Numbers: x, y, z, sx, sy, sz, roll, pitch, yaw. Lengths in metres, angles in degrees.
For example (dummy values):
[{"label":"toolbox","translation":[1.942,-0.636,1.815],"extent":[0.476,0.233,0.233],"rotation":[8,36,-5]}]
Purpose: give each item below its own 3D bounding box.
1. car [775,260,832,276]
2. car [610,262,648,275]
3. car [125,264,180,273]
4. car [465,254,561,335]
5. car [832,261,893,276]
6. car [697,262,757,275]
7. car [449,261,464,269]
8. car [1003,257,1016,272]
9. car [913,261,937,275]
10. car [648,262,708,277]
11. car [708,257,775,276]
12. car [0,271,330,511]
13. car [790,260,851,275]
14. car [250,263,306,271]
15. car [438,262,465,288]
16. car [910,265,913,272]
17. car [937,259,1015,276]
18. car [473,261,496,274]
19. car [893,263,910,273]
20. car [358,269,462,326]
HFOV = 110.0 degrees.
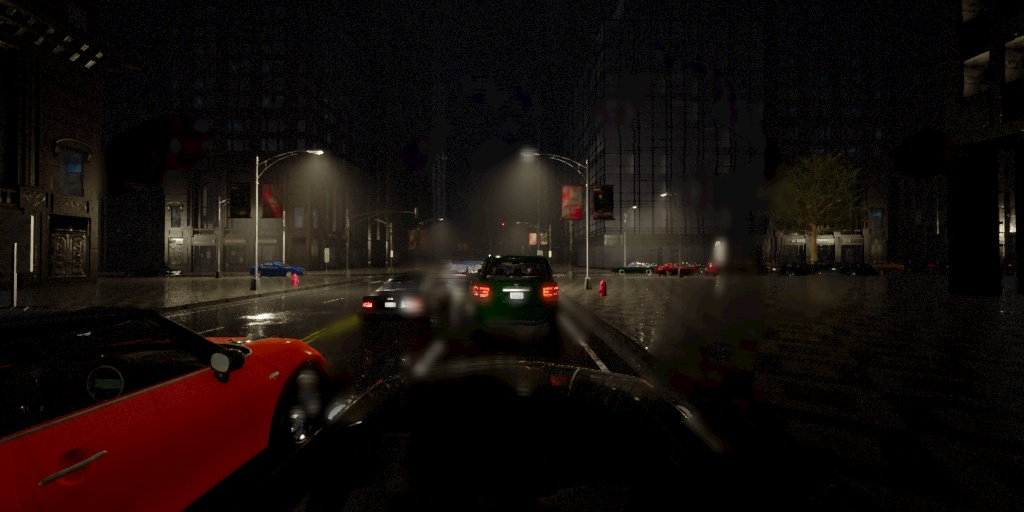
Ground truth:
[{"label":"car","translation":[26.646,1.276,33.485],"extent":[4.313,1.339,1.948],"rotation":[0,0,-1]},{"label":"car","translation":[13.214,1.422,39.075],"extent":[4.718,1.301,1.895],"rotation":[0,-1,0]},{"label":"car","translation":[-35.435,1.511,35.456],"extent":[4.674,1.442,1.812],"rotation":[0,-1,0]},{"label":"car","translation":[0.115,0.979,10.630],"extent":[2.150,2.045,5.566],"rotation":[0,0,0]},{"label":"car","translation":[32.283,1.260,33.563],"extent":[4.313,1.339,1.948],"rotation":[0,0,-1]},{"label":"car","translation":[23.464,1.335,39.222],"extent":[5.357,1.411,2.033],"rotation":[0,-1,-1]},{"label":"car","translation":[-9.711,1.571,63.178],"extent":[1.812,1.442,4.674],"rotation":[0,0,1]},{"label":"car","translation":[49.198,0.973,33.797],"extent":[5.009,1.841,2.192],"rotation":[0,0,-1]},{"label":"car","translation":[44.339,1.203,36.305],"extent":[4.892,1.490,1.837],"rotation":[0,-1,-1]},{"label":"car","translation":[15.370,1.327,33.330],"extent":[4.207,1.307,1.802],"rotation":[0,0,-1]},{"label":"car","translation":[21.008,1.041,33.408],"extent":[5.009,1.841,2.192],"rotation":[0,0,-1]},{"label":"car","translation":[-3.147,1.102,2.303],"extent":[2.097,1.767,4.553],"rotation":[0,0,0]},{"label":"car","translation":[33.766,1.251,39.348],"extent":[4.902,1.511,2.128],"rotation":[0,-1,-1]},{"label":"car","translation":[-23.038,1.407,35.427],"extent":[5.008,1.535,1.882],"rotation":[0,-1,0]},{"label":"car","translation":[-3.121,1.280,21.451],"extent":[2.128,1.511,4.902],"rotation":[0,0,0]},{"label":"car","translation":[49.087,1.326,42.321],"extent":[4.313,1.339,1.948],"rotation":[0,0,-1]},{"label":"car","translation":[43.559,1.214,33.720],"extent":[4.507,1.381,1.888],"rotation":[0,0,-1]},{"label":"car","translation":[-3.477,1.457,46.402],"extent":[1.812,1.442,4.674],"rotation":[1,0,11]},{"label":"car","translation":[43.278,1.296,42.241],"extent":[4.829,1.417,1.751],"rotation":[0,0,-1]},{"label":"car","translation":[-3.120,1.307,11.714],"extent":[2.033,1.411,5.357],"rotation":[0,0,0]}]
